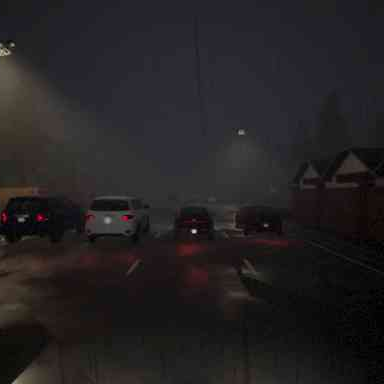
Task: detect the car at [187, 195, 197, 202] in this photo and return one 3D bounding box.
[{"bbox_3d":[-0.017,1.554,63.675,1.895,1.301,4.718,0,0,0],"label":"car"}]

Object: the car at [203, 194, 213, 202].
[{"bbox_3d":[3.480,1.294,73.649,1.837,1.490,4.892,0,0,0],"label":"car"}]

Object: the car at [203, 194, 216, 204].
[{"bbox_3d":[3.483,1.479,63.646,1.812,1.442,4.674,0,0,0],"label":"car"}]

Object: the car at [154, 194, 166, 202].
[{"bbox_3d":[-7.020,1.319,73.647,2.128,1.511,4.902,0,0,0],"label":"car"}]

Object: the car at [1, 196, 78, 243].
[{"bbox_3d":[-6.906,1.209,16.160,2.150,2.045,5.566,0,0,0],"label":"car"}]

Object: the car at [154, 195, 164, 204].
[{"bbox_3d":[-7.017,1.479,63.643,1.812,1.442,4.674,0,0,0],"label":"car"}]

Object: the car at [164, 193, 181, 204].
[{"bbox_3d":[-3.517,1.175,63.258,2.150,2.045,5.566,0,0,0],"label":"car"}]

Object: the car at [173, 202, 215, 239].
[{"bbox_3d":[0.093,1.492,17.155,1.837,1.490,4.892,0,0,0],"label":"car"}]

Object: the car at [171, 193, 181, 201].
[{"bbox_3d":[-3.520,1.149,73.617,2.097,1.767,4.553,0,0,0],"label":"car"}]

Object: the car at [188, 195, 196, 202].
[{"bbox_3d":[-0.020,1.318,73.648,1.812,1.442,4.674,0,0,0],"label":"car"}]

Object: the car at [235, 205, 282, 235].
[{"bbox_3d":[3.593,1.464,18.620,1.882,1.535,5.008,0,0,0],"label":"car"}]

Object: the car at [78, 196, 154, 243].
[{"bbox_3d":[-3.406,1.209,16.123,2.150,2.045,5.566,0,0,0],"label":"car"}]
